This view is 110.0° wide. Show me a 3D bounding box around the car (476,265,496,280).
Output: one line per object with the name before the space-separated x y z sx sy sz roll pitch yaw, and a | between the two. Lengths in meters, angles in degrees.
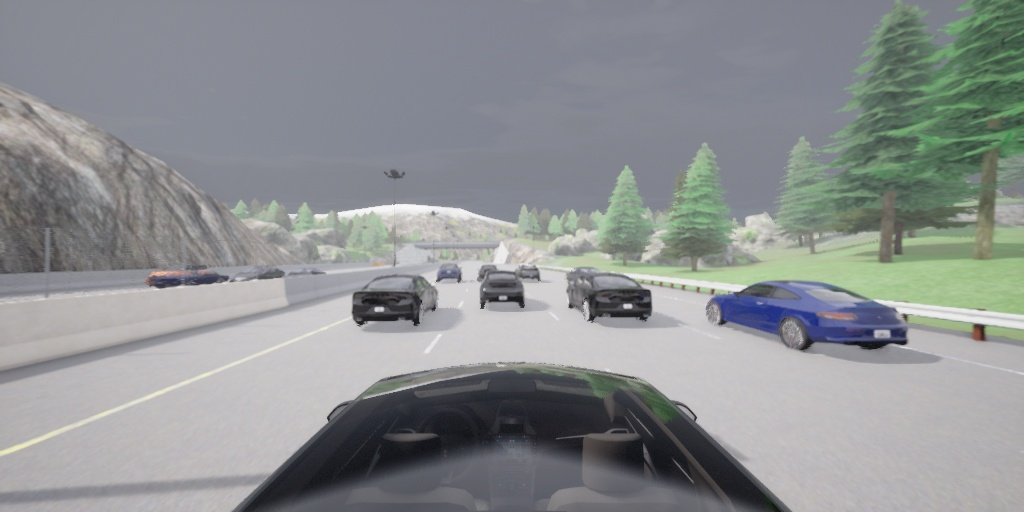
car | -2.147 1.549 33.169 1.837 1.490 4.892 0 -1 -6

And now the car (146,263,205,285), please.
car | -26.497 1.431 28.766 2.097 1.767 4.553 0 -1 -6

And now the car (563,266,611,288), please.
car | 5.525 1.515 27.384 2.033 1.411 5.357 0 -1 -6

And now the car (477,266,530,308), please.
car | -0.508 1.389 16.184 1.837 1.490 4.892 0 -1 -4

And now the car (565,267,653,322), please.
car | 3.214 1.319 12.813 1.882 1.535 5.008 0 -1 -3

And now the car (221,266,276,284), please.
car | -19.320 1.537 27.541 2.128 1.511 4.902 0 -1 -6

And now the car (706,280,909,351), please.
car | 6.891 1.321 9.038 1.812 1.442 4.674 0 -1 -2

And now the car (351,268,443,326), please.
car | -3.762 1.336 12.298 1.882 1.535 5.008 0 -1 -3

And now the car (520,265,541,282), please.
car | 1.398 1.522 32.928 2.128 1.511 4.902 0 -1 -6

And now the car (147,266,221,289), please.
car | -22.623 1.638 25.532 1.895 1.301 4.718 0 -1 -6

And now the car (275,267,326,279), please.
car | -15.798 1.599 27.533 1.994 1.385 4.181 0 -1 -6

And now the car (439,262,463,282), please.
car | -5.647 1.405 32.960 2.097 1.767 4.553 0 -1 -6
